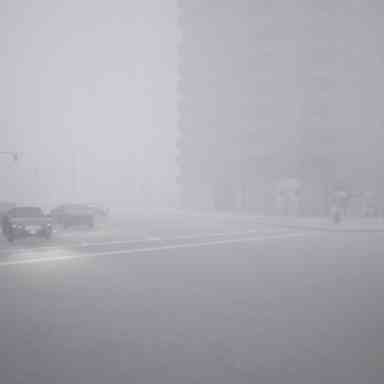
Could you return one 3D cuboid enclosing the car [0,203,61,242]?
[{"bbox_3d":[-8.433,1.522,16.891,2.128,1.511,4.902,1,0,-34],"label":"car"}]

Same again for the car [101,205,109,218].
[{"bbox_3d":[-9.418,1.684,30.732,1.895,1.301,4.718,1,0,-36],"label":"car"}]

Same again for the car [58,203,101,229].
[{"bbox_3d":[-8.199,1.537,22.682,1.882,1.535,5.008,1,0,-35],"label":"car"}]
